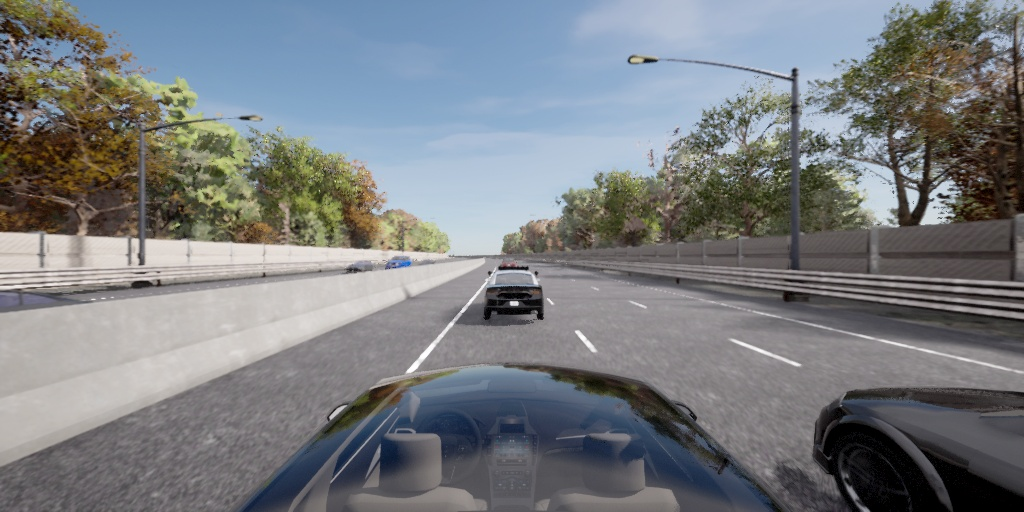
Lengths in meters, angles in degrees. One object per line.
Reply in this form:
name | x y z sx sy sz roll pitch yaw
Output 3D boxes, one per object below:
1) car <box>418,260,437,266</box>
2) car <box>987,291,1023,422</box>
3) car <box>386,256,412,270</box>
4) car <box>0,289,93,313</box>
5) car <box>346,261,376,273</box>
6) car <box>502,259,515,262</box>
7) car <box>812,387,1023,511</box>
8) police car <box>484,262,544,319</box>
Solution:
car | -11.217 1.268 47.761 1.837 1.490 4.892 0 0 -1
car | 7.092 1.226 2.140 1.882 1.535 5.008 0 0 0
car | -14.691 0.987 46.960 2.150 2.045 5.566 0 0 -1
car | -10.619 1.317 6.674 1.994 1.385 4.181 0 0 0
car | -18.113 1.308 43.332 2.033 1.411 5.357 0 0 -1
car | -0.415 1.116 43.030 2.097 1.767 4.553 0 0 -1
car | 3.591 1.313 1.351 1.994 1.385 4.181 0 0 0
police car | 0.048 1.179 13.018 1.930 1.638 5.238 0 0 0
